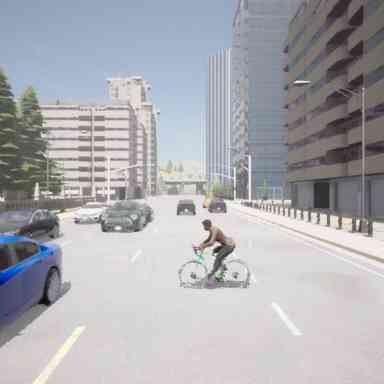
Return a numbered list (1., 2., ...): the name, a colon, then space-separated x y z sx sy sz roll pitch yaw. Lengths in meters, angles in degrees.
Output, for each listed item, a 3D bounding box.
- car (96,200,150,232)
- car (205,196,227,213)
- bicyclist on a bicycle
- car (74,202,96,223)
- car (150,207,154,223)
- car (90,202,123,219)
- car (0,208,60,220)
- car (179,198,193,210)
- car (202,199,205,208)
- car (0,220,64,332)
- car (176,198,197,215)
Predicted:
1. car: -3.987 1.351 19.984 2.097 1.767 4.553 0 0 -1
2. car: 2.809 1.505 37.643 1.837 1.490 4.892 0 0 -1
3. bicyclist on a bicycle: 0.514 1.452 7.680 1.656 1.620 0.582 0 0 -1
4. car: -7.514 1.526 25.513 1.812 1.442 4.674 0 0 -1
5. car: -4.014 1.593 25.587 1.994 1.385 4.181 0 0 -1
6. car: -7.672 1.601 30.283 1.895 1.301 4.718 0 0 -1
7. car: -7.377 1.492 14.507 2.128 1.511 4.902 0 0 -1
8. car: -0.804 1.526 43.611 1.812 1.442 4.674 0 0 -1
9. car: 2.591 1.352 46.777 2.097 1.767 4.553 0 0 -1
10. car: -3.680 1.477 5.210 1.882 1.535 5.008 0 0 -1
11. car: -0.600 1.504 34.319 1.837 1.490 4.892 0 0 -1
